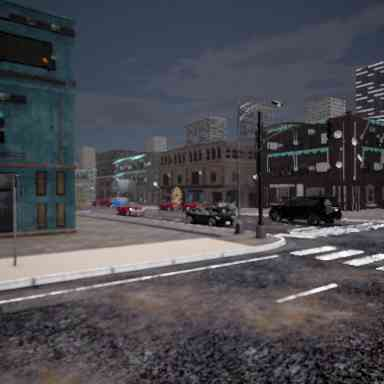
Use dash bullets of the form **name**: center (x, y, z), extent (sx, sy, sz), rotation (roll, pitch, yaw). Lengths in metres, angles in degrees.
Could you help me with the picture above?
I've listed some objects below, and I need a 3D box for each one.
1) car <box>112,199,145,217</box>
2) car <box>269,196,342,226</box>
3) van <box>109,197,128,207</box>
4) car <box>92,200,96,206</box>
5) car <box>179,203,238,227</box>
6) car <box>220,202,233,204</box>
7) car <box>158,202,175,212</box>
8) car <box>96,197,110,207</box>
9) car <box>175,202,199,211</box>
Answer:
- **car**: center (-6.709, 1.846, 36.342), extent (1.967, 1.590, 4.097), rotation (-1, 0, -35)
- **car**: center (8.422, 1.367, 25.153), extent (2.150, 2.045, 5.566), rotation (-1, 0, -36)
- **van**: center (-12.716, 1.906, 59.243), extent (1.690, 1.788, 3.998), rotation (-1, 0, -35)
- **car**: center (-19.128, 2.227, 68.264), extent (1.887, 1.381, 4.507), rotation (-1, 0, -35)
- **car**: center (1.239, 1.814, 24.964), extent (1.947, 1.339, 4.313), rotation (-2, 0, -35)
- **car**: center (3.330, 1.809, 36.691), extent (2.008, 1.369, 4.403), rotation (-2, 0, -35)
- **car**: center (-3.085, 1.965, 45.712), extent (1.802, 1.307, 4.206), rotation (-2, 0, -35)
- **car**: center (-15.926, 1.939, 63.753), extent (2.192, 1.841, 5.009), rotation (-1, 0, -35)
- **car**: center (0.122, 1.903, 41.202), extent (1.802, 1.307, 4.206), rotation (-2, 0, -35)
